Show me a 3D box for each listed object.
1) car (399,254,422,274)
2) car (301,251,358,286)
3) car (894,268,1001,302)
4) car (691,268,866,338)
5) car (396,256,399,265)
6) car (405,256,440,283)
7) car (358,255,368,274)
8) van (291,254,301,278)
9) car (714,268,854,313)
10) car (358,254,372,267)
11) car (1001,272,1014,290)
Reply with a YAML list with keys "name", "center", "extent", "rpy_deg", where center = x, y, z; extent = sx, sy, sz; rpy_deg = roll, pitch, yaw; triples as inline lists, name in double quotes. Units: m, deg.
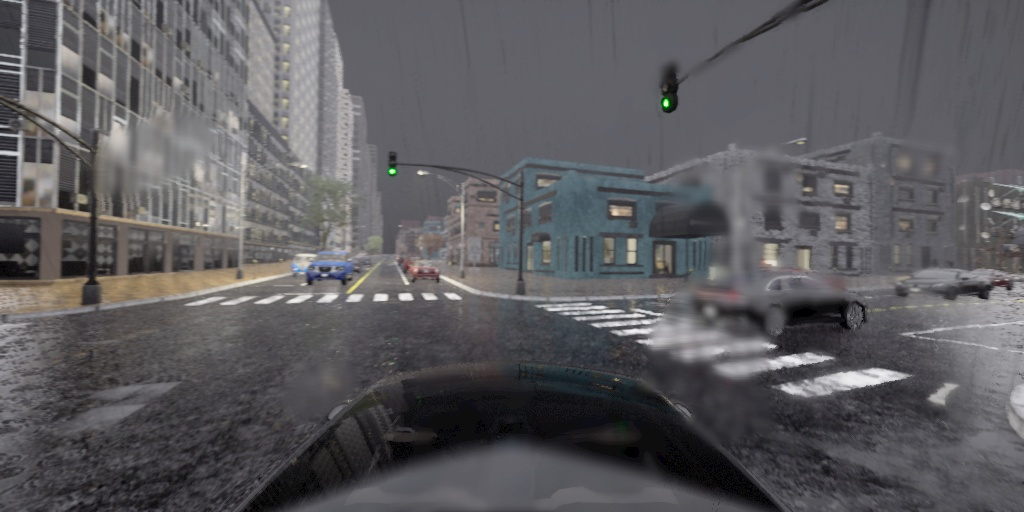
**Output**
- name: "car"
  center: [-9.983, 0.798, 36.388]
  extent: [2.192, 1.841, 5.009]
  rpy_deg: [0, 0, -19]
- name: "car"
  center: [-11.540, 0.712, 23.045]
  extent: [2.150, 2.045, 5.566]
  rpy_deg: [1, 0, -19]
- name: "car"
  center: [21.173, 1.378, 17.588]
  extent: [4.674, 1.442, 1.812]
  rpy_deg: [0, -1, -19]
- name: "car"
  center: [7.267, 1.205, 9.760]
  extent: [4.902, 1.511, 2.128]
  rpy_deg: [0, -1, -18]
- name: "car"
  center: [-17.281, 0.612, 57.878]
  extent: [2.192, 1.841, 5.009]
  rpy_deg: [0, 0, -19]
- name: "car"
  center: [-6.334, 1.016, 25.643]
  extent: [1.967, 1.591, 4.097]
  rpy_deg: [0, 0, -19]
- name: "car"
  center: [-15.498, 0.937, 34.686]
  extent: [2.033, 1.411, 5.357]
  rpy_deg: [1, 0, -19]
- name: "van"
  center: [-16.081, 0.737, 28.283]
  extent: [1.690, 1.789, 3.998]
  rpy_deg: [0, 0, -19]
- name: "car"
  center: [10.736, 1.257, 14.171]
  extent: [5.008, 1.535, 1.882]
  rpy_deg: [0, -1, -18]
- name: "car"
  center: [-20.912, 0.816, 50.773]
  extent: [1.994, 1.385, 4.181]
  rpy_deg: [1, 0, -18]
- name: "car"
  center: [30.839, 1.533, 23.501]
  extent: [4.207, 1.307, 1.802]
  rpy_deg: [0, 0, -18]
